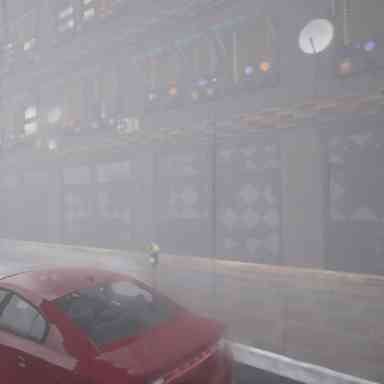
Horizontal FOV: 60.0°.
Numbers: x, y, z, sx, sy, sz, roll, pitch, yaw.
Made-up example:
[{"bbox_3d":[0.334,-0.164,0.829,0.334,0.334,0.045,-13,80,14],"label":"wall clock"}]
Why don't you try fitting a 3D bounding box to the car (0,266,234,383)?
[{"bbox_3d":[-1.702,1.582,3.961,4.507,1.381,1.887,-1,-2,36],"label":"car"}]
